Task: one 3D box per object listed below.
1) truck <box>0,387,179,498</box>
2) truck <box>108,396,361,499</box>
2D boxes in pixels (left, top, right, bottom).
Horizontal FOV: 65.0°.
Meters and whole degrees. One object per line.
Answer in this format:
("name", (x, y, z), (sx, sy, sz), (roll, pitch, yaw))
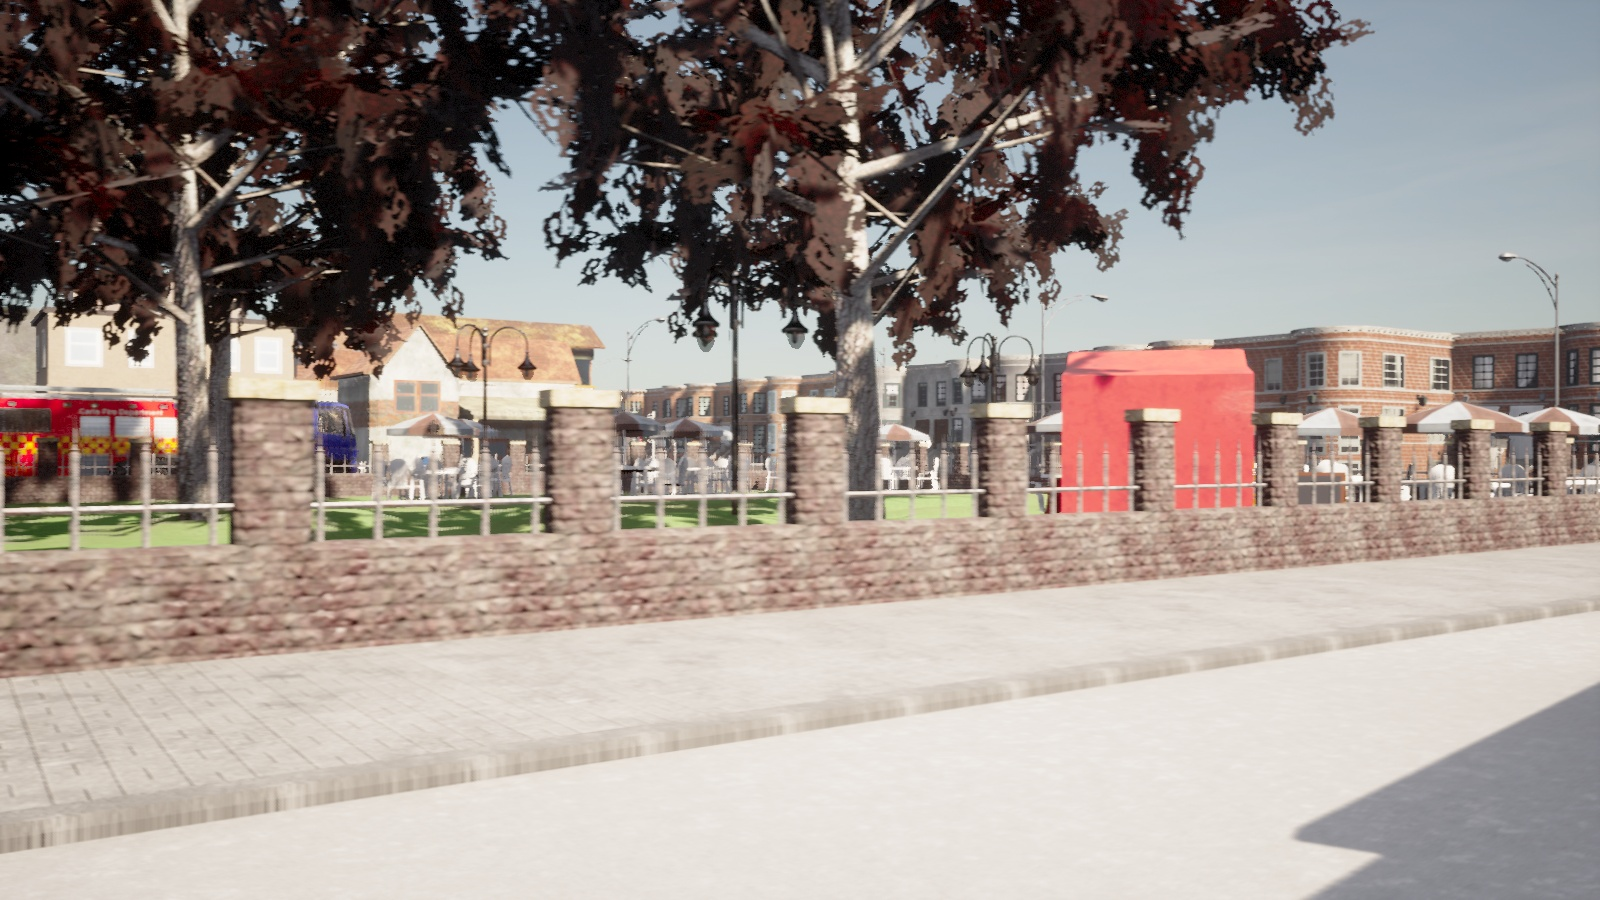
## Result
("truck", (-27.309, -0.251, 45.294), (8.468, 3.827, 2.891), (0, 0, -35))
("truck", (-20.292, -0.083, 45.297), (7.936, 3.462, 2.891), (0, 0, -35))
